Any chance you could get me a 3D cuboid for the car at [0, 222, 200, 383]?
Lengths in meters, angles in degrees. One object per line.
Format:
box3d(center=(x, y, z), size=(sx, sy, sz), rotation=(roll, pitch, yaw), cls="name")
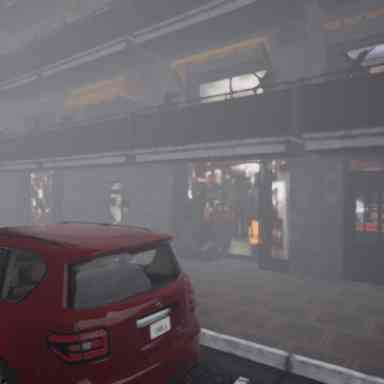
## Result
box3d(center=(-2.233, 1.347, 4.454), size=(5.009, 1.841, 2.192), rotation=(-1, 0, 36), cls="car")
